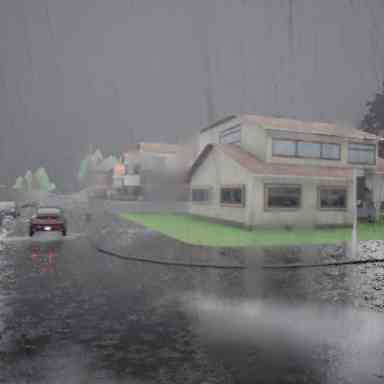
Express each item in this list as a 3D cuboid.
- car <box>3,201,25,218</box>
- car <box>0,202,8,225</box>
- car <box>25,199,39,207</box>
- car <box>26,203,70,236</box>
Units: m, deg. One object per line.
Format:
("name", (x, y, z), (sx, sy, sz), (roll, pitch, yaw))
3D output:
("car", (-16.960, 1.587, 30.661), (1.812, 1.442, 4.674), (1, -1, -20))
("car", (-13.477, 1.580, 21.368), (1.994, 1.385, 4.181), (1, -1, -20))
("car", (-24.208, 1.705, 50.157), (2.033, 1.411, 5.357), (1, -1, -20))
("car", (-8.116, 1.583, 19.013), (1.837, 1.490, 4.892), (1, -1, -21))
